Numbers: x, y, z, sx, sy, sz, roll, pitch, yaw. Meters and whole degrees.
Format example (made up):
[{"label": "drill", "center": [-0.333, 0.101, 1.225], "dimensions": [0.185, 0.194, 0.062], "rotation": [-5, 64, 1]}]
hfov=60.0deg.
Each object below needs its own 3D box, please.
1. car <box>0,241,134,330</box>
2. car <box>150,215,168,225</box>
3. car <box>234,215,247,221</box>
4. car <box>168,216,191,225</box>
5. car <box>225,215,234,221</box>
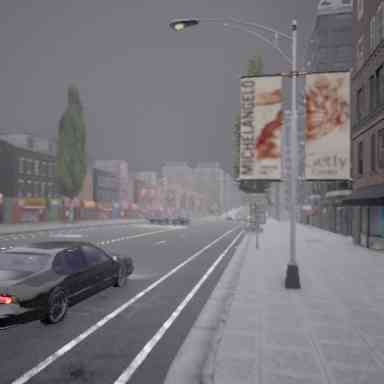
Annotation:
[{"label": "car", "center": [-3.133, 1.866, 7.816], "dimensions": [2.033, 1.411, 5.357], "rotation": [1, -3, 11]}, {"label": "car", "center": [-4.727, 4.122, 49.259], "dimensions": [1.895, 1.301, 4.718], "rotation": [1, -3, 11]}, {"label": "car", "center": [13.276, 6.884, 89.244], "dimensions": [2.097, 1.767, 4.553], "rotation": [1, -4, 11]}, {"label": "car", "center": [-1.542, 4.155, 48.615], "dimensions": [1.895, 1.301, 4.718], "rotation": [1, -3, 11]}, {"label": "car", "center": [10.097, 7.094, 89.929], "dimensions": [1.895, 1.301, 4.718], "rotation": [1, -4, 11]}]
